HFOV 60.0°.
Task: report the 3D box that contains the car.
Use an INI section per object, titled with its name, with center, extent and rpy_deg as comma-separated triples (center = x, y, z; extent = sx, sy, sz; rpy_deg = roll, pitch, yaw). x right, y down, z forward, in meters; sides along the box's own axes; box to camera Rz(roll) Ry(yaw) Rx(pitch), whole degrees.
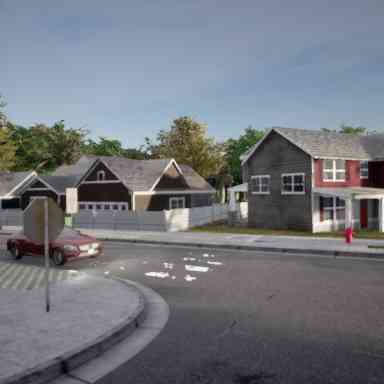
[car]
center = -5.844, 2.080, 13.949
extent = 4.674, 1.442, 1.812
rpy_deg = -2, 0, 32
